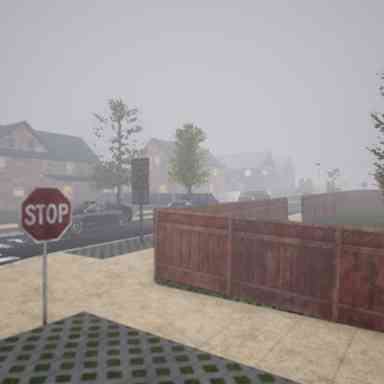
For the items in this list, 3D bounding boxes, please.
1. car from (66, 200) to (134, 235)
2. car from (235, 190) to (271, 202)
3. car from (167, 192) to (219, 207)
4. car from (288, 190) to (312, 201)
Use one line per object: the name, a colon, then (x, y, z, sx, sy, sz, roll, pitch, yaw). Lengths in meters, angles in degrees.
car: (-5.196, 1.204, 17.114, 2.128, 1.511, 4.902, -1, 1, 36)
car: (6.032, 0.604, 32.727, 2.097, 1.767, 4.553, -1, 1, 36)
car: (0.139, 0.845, 24.540, 2.097, 1.767, 4.553, -1, 1, 36)
car: (14.479, 0.460, 44.354, 2.033, 1.411, 5.357, -1, 1, 36)
